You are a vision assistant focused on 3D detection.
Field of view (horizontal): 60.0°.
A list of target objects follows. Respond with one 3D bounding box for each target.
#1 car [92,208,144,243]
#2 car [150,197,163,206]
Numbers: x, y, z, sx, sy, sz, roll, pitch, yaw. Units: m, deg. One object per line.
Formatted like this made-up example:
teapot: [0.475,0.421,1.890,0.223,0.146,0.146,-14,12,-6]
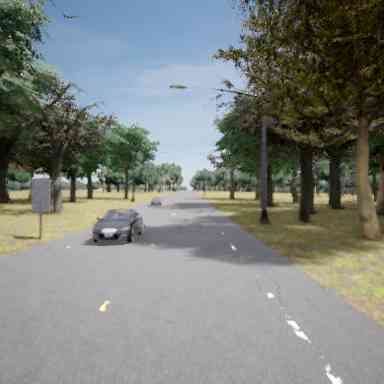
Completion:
car: [-3.611,1.608,16.862,2.128,1.511,4.902,0,0,0]
car: [-6.072,1.626,56.443,1.812,1.442,4.674,0,0,-6]
